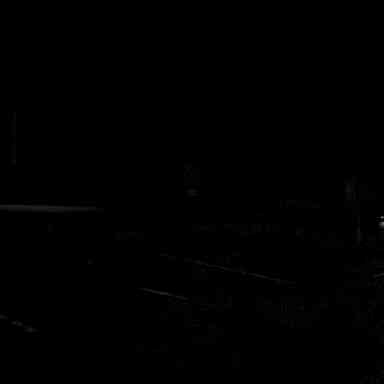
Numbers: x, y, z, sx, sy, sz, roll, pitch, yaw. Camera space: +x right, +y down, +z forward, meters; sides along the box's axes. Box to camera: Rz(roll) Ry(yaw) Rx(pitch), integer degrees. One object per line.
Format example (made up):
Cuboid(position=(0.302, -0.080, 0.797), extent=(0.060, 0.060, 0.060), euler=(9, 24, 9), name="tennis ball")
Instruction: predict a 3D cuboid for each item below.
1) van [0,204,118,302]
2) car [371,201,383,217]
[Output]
Cuboid(position=(-3.949, 1.294, 8.277), extent=(4.442, 1.987, 1.878), euler=(-1, -1, 35), name="van")
Cuboid(position=(17.803, 1.663, 30.331), extent=(1.882, 1.535, 5.008), euler=(1, 1, 10), name="car")
